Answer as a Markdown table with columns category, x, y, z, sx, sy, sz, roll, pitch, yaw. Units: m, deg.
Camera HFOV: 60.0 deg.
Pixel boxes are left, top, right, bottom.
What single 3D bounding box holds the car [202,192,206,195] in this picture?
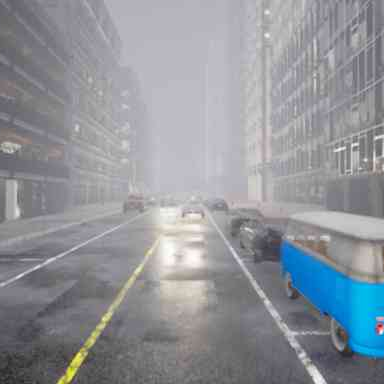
| category | x | y | z | sx | sy | sz | roll | pitch | yaw |
| --- | --- | --- | --- | --- | --- | --- | --- | --- | --- |
| car | 2.705 | 1.163 | 45.240 | 1.967 | 1.590 | 4.097 | 1 | 0 | 0 |

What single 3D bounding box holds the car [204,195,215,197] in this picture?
| category | x | y | z | sx | sy | sz | roll | pitch | yaw |
| --- | --- | --- | --- | --- | --- | --- | --- | --- | --- |
| car | 2.703 | 1.303 | 39.588 | 1.887 | 1.381 | 4.507 | 1 | 0 | 0 |

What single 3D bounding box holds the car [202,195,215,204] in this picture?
| category | x | y | z | sx | sy | sz | roll | pitch | yaw |
| --- | --- | --- | --- | --- | --- | --- | --- | --- | --- |
| car | 2.703 | 1.203 | 56.542 | 2.008 | 1.369 | 4.403 | 1 | 0 | 0 |

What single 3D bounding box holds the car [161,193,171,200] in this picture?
| category | x | y | z | sx | sy | sz | roll | pitch | yaw |
| --- | --- | --- | --- | --- | --- | --- | --- | --- | --- |
| car | -5.676 | 1.072 | 73.328 | 1.752 | 1.417 | 4.829 | 1 | 0 | 0 |

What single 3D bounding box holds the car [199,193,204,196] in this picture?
| category | x | y | z | sx | sy | sz | roll | pitch | yaw |
| --- | --- | --- | --- | --- | --- | --- | --- | --- | --- |
| car | 0.092 | 1.243 | 42.586 | 2.163 | 1.488 | 4.792 | 0 | 0 | 0 |

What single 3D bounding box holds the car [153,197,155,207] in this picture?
| category | x | y | z | sx | sy | sz | roll | pitch | yaw |
| --- | --- | --- | --- | --- | --- | --- | --- | --- | --- |
| car | -5.677 | 1.289 | 45.242 | 1.947 | 1.339 | 4.313 | 1 | 0 | 0 |

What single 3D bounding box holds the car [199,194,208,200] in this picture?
| category | x | y | z | sx | sy | sz | roll | pitch | yaw |
| --- | --- | --- | --- | --- | --- | --- | --- | --- | --- |
| car | 2.703 | 1.091 | 79.147 | 1.802 | 1.307 | 4.206 | 1 | 0 | 0 |

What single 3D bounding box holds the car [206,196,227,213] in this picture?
| category | x | y | z | sx | sy | sz | roll | pitch | yaw |
| --- | --- | --- | --- | --- | --- | --- | --- | --- | --- |
| car | 2.702 | 1.360 | 33.938 | 1.947 | 1.339 | 4.313 | 1 | 0 | 0 |

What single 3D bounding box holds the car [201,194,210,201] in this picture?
| category | x | y | z | sx | sy | sz | roll | pitch | yaw |
| --- | --- | --- | --- | --- | --- | --- | --- | --- | --- |
| car | 2.703 | 1.163 | 67.844 | 1.802 | 1.307 | 4.206 | 1 | 0 | 0 |

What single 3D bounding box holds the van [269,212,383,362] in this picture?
| category | x | y | z | sx | sy | sz | roll | pitch | yaw |
| --- | --- | --- | --- | --- | --- | --- | --- | --- | --- |
| van | 2.705 | 1.307 | 5.681 | 1.690 | 1.788 | 3.998 | 1 | 0 | 0 |

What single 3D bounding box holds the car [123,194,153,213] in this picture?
| category | x | y | z | sx | sy | sz | roll | pitch | yaw |
| --- | --- | --- | --- | --- | --- | --- | --- | --- | --- |
| car | -5.674 | 1.109 | 33.939 | 2.192 | 1.841 | 5.009 | 1 | 0 | 0 |

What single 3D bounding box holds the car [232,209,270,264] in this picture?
| category | x | y | z | sx | sy | sz | roll | pitch | yaw |
| --- | --- | --- | --- | --- | --- | --- | --- | --- | --- |
| car | 2.702 | 1.498 | 11.333 | 1.947 | 1.339 | 4.313 | 1 | 0 | 0 |

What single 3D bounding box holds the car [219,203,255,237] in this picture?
| category | x | y | z | sx | sy | sz | roll | pitch | yaw |
| --- | --- | --- | --- | --- | --- | --- | --- | --- | --- |
| car | 2.702 | 1.464 | 16.985 | 1.947 | 1.339 | 4.313 | 1 | 0 | 0 |

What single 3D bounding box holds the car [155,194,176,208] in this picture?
| category | x | y | z | sx | sy | sz | roll | pitch | yaw |
| --- | --- | --- | --- | --- | --- | --- | --- | --- | --- |
| car | -3.086 | 1.229 | 42.919 | 2.128 | 1.511 | 4.902 | 0 | 0 | 0 |

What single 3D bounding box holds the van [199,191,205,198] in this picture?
| category | x | y | z | sx | sy | sz | roll | pitch | yaw |
| --- | --- | --- | --- | --- | --- | --- | --- | --- | --- |
| van | 2.707 | 0.778 | 90.447 | 1.690 | 1.788 | 3.998 | 1 | 0 | 0 |

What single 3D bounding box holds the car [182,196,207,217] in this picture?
| category | x | y | z | sx | sy | sz | roll | pitch | yaw |
| --- | --- | --- | --- | --- | --- | --- | --- | --- | --- |
| car | 0.102 | 1.351 | 28.962 | 1.812 | 1.442 | 4.674 | 0 | 0 | 0 |
